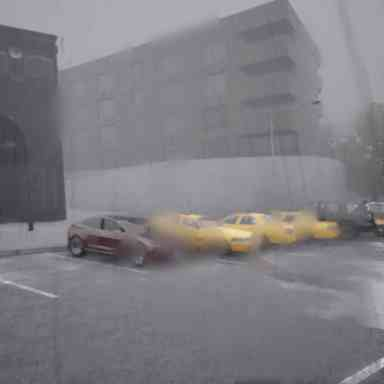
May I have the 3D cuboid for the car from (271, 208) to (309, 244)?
[{"bbox_3d":[2.290,1.633,15.433,5.366,1.575,1.946,-1,-1,34],"label":"car"}]

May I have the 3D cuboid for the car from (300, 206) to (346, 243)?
[{"bbox_3d":[4.718,1.684,17.180,5.366,1.575,1.946,0,-1,34],"label":"car"}]

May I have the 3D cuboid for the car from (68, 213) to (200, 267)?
[{"bbox_3d":[-2.395,1.579,11.830,4.792,1.488,2.163,-1,-2,35],"label":"car"}]

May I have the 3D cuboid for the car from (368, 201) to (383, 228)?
[{"bbox_3d":[16.989,1.778,25.853,5.566,2.045,2.435,0,-2,34],"label":"car"}]

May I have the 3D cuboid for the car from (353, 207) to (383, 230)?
[{"bbox_3d":[14.737,1.950,23.976,5.366,1.575,1.946,0,-2,34],"label":"car"}]

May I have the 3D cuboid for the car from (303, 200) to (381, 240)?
[{"bbox_3d":[7.279,1.493,18.840,5.566,2.045,2.435,0,-1,34],"label":"car"}]

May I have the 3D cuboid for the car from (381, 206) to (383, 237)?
[{"bbox_3d":[9.882,1.805,20.466,5.366,1.575,1.946,0,-2,34],"label":"car"}]

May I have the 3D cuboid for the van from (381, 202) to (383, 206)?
[{"bbox_3d":[12.060,1.654,22.393,4.442,1.987,1.878,0,-1,34],"label":"van"}]

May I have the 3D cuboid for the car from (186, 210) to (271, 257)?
[{"bbox_3d":[0.164,1.583,13.482,5.366,1.575,1.946,-1,-2,34],"label":"car"}]
